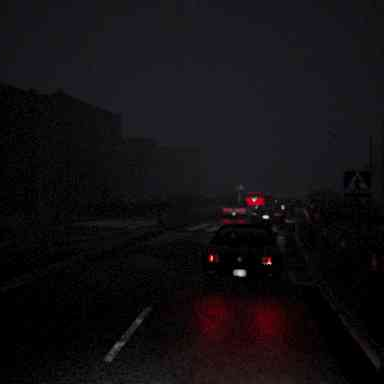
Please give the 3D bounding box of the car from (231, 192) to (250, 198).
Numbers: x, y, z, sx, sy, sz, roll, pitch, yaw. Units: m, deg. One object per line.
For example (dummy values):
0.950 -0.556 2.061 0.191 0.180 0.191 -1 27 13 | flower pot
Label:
12.962 0.751 89.008 4.674 1.452 2.002 0 0 20 | car

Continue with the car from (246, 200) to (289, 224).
5.046 1.457 21.788 1.994 1.385 4.181 0 0 18 | car

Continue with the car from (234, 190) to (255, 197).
14.835 0.427 94.193 5.566 2.045 2.435 0 0 20 | car

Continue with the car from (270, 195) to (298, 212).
9.657 1.349 34.829 1.994 1.385 4.181 0 0 20 | car

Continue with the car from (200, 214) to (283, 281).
1.591 1.568 9.830 1.895 1.301 4.718 0 0 13 | car

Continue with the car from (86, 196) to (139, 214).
-7.877 1.169 32.035 4.553 1.767 2.185 0 0 20 | car

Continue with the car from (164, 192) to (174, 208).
-5.030 1.096 39.806 4.553 1.767 2.185 0 1 20 | car

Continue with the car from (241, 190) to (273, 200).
7.552 0.975 37.958 2.150 2.045 5.566 0 1 20 | car

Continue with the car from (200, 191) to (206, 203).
-1.089 1.093 50.113 5.366 1.575 1.946 0 1 20 | car

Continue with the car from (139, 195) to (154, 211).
-6.961 1.273 34.643 5.008 1.535 2.097 0 0 20 | car

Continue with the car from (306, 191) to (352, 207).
18.034 0.885 44.132 5.566 2.045 2.435 0 1 20 | car

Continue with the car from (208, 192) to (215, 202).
0.629 1.031 55.357 5.008 1.535 2.097 0 1 20 | car

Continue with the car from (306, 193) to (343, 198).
12.286 1.201 28.476 4.553 1.767 2.185 0 0 20 | car

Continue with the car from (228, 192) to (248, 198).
11.989 0.759 86.430 4.792 1.488 2.163 0 0 20 | car

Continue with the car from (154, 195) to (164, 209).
-6.005 1.288 37.228 4.674 1.452 2.002 0 1 20 | car

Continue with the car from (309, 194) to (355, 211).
15.162 1.114 36.308 4.553 1.767 2.185 0 1 20 | car

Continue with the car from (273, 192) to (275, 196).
10.938 1.136 47.256 1.837 1.490 4.892 0 1 20 | car

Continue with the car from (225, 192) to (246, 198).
11.073 0.750 83.827 4.892 1.521 2.231 0 0 20 | car

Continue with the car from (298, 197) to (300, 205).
14.713 1.172 48.594 1.994 1.385 4.181 0 1 20 | car

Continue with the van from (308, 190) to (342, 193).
13.149 1.076 31.256 4.442 1.987 1.878 0 1 20 | van

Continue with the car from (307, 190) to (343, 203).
22.824 0.723 57.176 5.566 2.045 2.435 0 1 20 | car

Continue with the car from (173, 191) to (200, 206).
-2.239 0.877 47.595 5.566 2.045 2.435 0 1 20 | car

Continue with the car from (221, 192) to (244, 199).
9.945 0.766 81.306 5.366 1.575 1.946 0 0 20 | car

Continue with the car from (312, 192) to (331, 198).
34.292 0.738 88.491 4.674 1.452 2.002 0 0 20 | car

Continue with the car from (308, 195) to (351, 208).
17.056 1.172 41.535 4.892 1.521 2.231 0 1 20 | car

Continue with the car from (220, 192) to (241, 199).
9.173 0.830 78.651 4.674 1.452 2.002 0 1 20 | car

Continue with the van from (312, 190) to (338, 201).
24.824 0.692 62.362 4.442 1.987 1.878 0 1 20 | van

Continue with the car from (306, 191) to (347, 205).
19.940 0.816 49.488 5.566 2.045 2.435 0 1 20 | car

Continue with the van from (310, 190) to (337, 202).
23.647 0.718 59.836 4.442 1.987 1.878 0 1 20 | van

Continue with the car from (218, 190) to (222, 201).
2.502 0.845 60.541 4.553 1.767 2.185 0 1 20 | car

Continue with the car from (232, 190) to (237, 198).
6.331 0.862 70.885 4.892 1.521 2.231 0 1 20 | car

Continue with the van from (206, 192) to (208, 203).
-0.205 0.838 52.723 4.442 1.987 1.878 0 1 20 | van

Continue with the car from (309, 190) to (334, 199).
31.394 0.500 80.672 5.566 2.045 2.435 0 0 20 | car

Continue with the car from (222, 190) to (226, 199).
3.509 0.816 63.109 4.553 1.767 2.185 0 1 20 | car

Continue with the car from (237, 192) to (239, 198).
7.279 0.837 73.472 4.892 1.521 2.231 0 1 20 | car

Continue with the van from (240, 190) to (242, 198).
8.375 0.586 76.137 4.442 1.987 1.878 0 1 20 | van

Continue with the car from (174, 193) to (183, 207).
-4.114 1.194 42.413 4.892 1.521 2.231 0 1 20 | car

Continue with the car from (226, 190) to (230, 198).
4.434 0.915 65.707 4.892 1.521 2.231 0 1 20 | car

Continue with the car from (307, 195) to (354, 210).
16.129 1.204 39.048 5.008 1.535 2.097 0 1 20 | car

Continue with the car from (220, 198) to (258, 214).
4.113 1.448 28.523 1.895 1.301 4.718 0 0 21 | car

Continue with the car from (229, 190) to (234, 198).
5.383 0.887 68.296 4.892 1.521 2.231 0 1 20 | car

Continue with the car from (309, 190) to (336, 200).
28.520 0.564 72.848 5.566 2.045 2.435 0 0 20 | car

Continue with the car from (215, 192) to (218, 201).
1.553 0.875 57.953 4.553 1.767 2.185 0 1 20 | car

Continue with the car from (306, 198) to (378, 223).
10.355 1.392 23.396 4.792 1.488 2.163 0 0 20 | car

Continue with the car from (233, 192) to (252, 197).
13.908 0.694 91.599 5.008 1.535 2.097 0 0 20 | car
